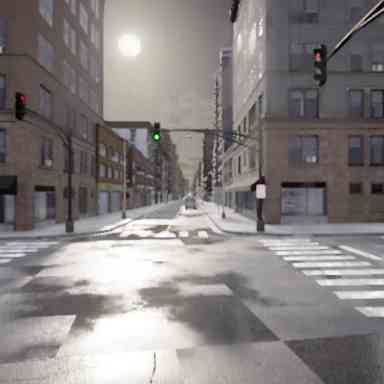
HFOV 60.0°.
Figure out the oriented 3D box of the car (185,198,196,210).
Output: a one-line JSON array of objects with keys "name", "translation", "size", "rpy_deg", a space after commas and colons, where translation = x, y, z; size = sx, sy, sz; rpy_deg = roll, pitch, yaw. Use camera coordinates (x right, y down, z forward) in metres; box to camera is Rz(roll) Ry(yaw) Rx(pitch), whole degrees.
[{"name": "car", "translation": [-0.247, 2.264, 57.165], "size": [2.033, 1.411, 5.357], "rpy_deg": [0, -1, 0]}]
